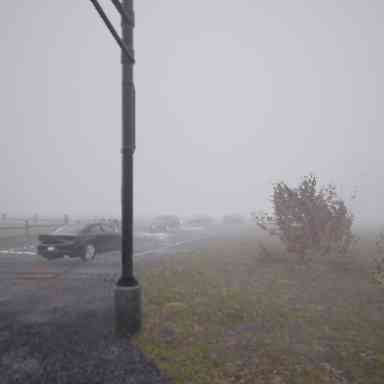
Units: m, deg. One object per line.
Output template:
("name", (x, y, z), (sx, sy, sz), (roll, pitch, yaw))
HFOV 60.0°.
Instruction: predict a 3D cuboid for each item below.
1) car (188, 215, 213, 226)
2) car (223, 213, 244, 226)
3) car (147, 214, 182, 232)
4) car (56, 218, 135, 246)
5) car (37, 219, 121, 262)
("car", (1.051, 3.408, 40.562), (1.895, 1.301, 4.718), (-1, -3, 20))
("car", (5.205, 3.319, 41.204), (2.128, 1.511, 4.902), (-1, -3, 20))
("car", (-2.467, 2.855, 30.874), (1.837, 1.490, 4.892), (-1, -3, 20))
("car", (-5.929, 2.447, 21.308), (2.033, 1.411, 5.357), (-1, -3, 20))
("car", (-4.461, 2.052, 14.642), (1.882, 1.535, 5.008), (-3, -3, 17))
